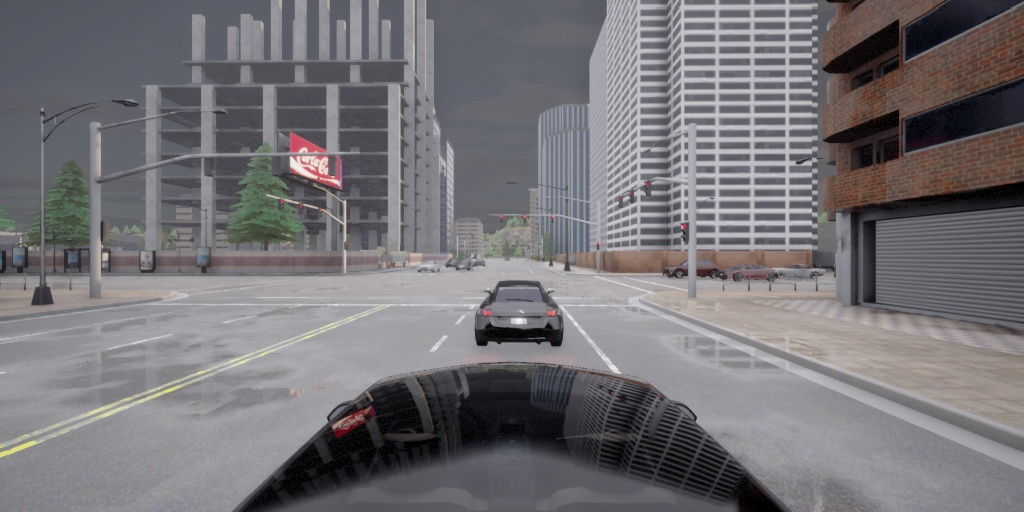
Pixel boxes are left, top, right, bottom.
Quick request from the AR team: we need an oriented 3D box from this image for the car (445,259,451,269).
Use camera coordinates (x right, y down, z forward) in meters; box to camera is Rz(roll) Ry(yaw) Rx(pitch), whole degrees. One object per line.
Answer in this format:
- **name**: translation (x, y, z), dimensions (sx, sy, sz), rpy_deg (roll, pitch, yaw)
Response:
- **car**: translation (-9.622, 1.254, 58.203), dimensions (1.837, 1.490, 4.892), rpy_deg (0, 0, 1)

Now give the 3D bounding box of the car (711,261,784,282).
- **car**: translation (18.789, 1.314, 28.776), dimensions (4.181, 1.385, 1.994), rpy_deg (0, 0, 1)

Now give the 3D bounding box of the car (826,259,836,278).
- **car**: translation (28.675, 1.228, 28.640), dimensions (5.008, 1.535, 1.882), rpy_deg (0, 0, 1)

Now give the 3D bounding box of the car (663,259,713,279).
- **car**: translation (16.063, 1.102, 32.310), dimensions (4.553, 1.767, 2.097), rpy_deg (0, 0, 1)

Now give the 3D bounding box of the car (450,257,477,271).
- **car**: translation (-6.323, 1.241, 47.564), dimensions (2.128, 1.511, 4.902), rpy_deg (0, 0, 1)

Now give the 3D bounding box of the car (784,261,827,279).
- **car**: translation (25.056, 1.351, 32.195), dimensions (4.718, 1.301, 1.895), rpy_deg (0, 0, 1)

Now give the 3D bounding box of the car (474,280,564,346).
- **car**: translation (0.187, 1.314, 9.399), dimensions (1.994, 1.385, 4.181), rpy_deg (0, 0, 1)

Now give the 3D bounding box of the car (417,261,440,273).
- **car**: translation (-9.908, 1.276, 42.843), dimensions (1.812, 1.442, 4.674), rpy_deg (0, 0, 1)
